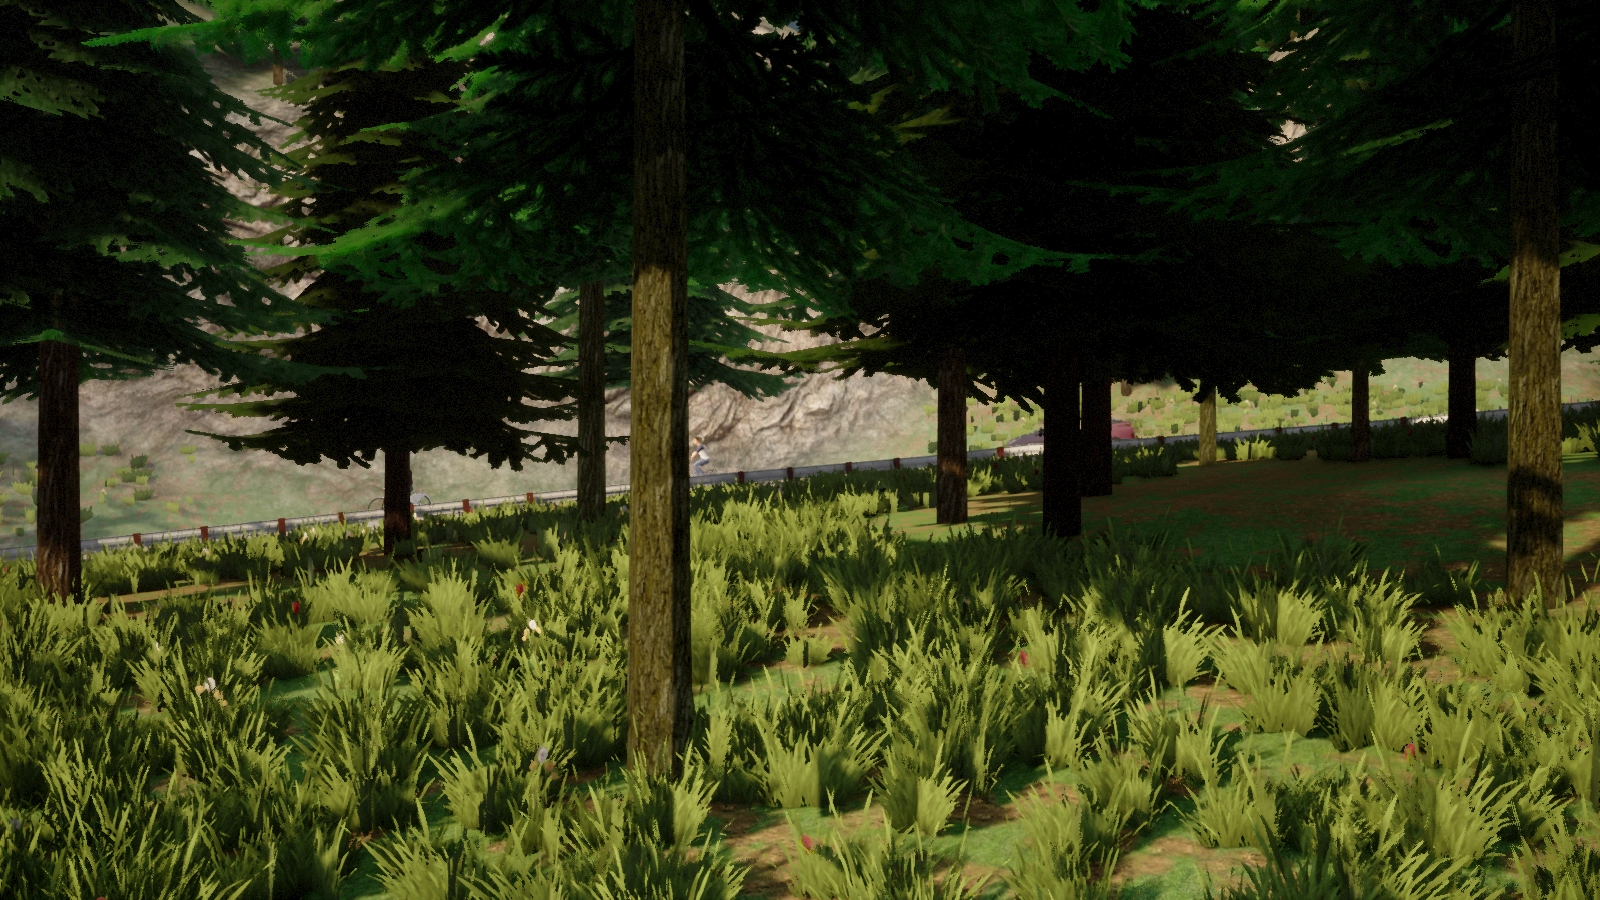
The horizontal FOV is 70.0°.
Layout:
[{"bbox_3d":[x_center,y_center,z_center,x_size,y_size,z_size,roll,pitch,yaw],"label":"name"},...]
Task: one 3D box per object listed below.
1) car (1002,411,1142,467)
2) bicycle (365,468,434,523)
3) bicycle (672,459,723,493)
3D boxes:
[{"bbox_3d":[9.394,-0.360,39.634,4.514,1.525,2.007,-5,-1,13],"label":"car"},{"bbox_3d":[-12.075,1.355,34.490,1.835,1.471,0.329,-5,2,-29],"label":"bicycle"},{"bbox_3d":[-3.466,0.864,38.611,1.643,1.024,0.373,-4,2,-12],"label":"bicycle"}]
